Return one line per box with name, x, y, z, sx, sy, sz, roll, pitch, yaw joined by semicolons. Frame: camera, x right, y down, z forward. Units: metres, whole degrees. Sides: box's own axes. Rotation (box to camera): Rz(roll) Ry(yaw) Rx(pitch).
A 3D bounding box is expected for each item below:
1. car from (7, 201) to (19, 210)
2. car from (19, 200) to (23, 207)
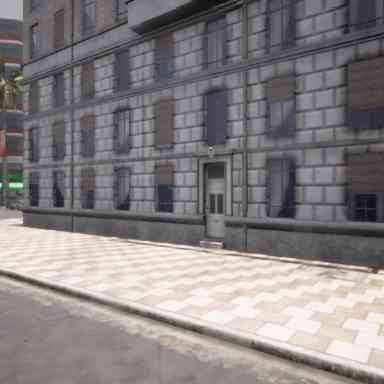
car;-20.821;1.564;41.787;1.994;1.385;4.181;0;0;36
car;-17.725;1.526;40.103;1.812;1.442;4.674;0;0;36
